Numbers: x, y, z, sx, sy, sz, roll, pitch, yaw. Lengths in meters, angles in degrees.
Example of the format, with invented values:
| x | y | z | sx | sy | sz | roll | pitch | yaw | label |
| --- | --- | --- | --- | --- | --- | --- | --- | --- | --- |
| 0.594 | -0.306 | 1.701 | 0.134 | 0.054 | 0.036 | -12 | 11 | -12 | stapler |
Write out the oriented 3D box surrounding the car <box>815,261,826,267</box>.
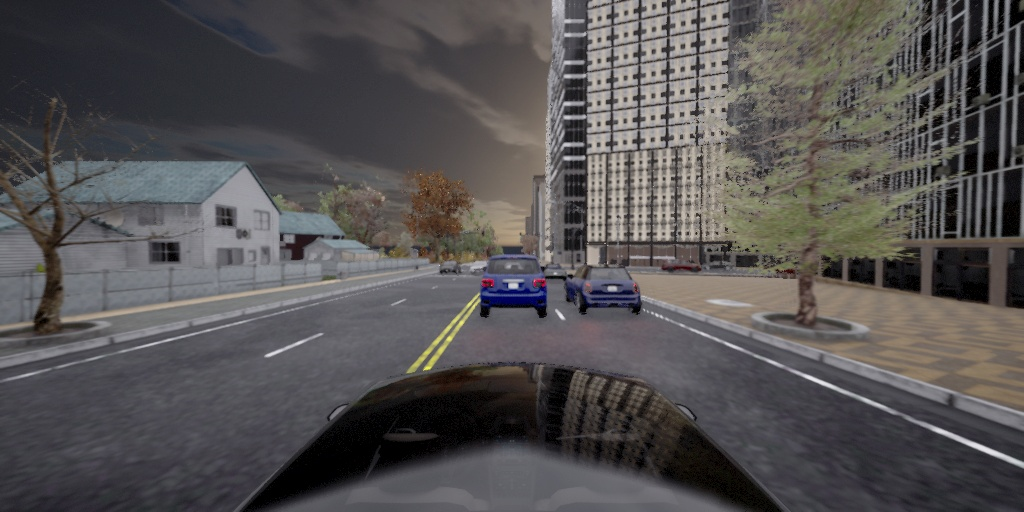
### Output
| x | y | z | sx | sy | sz | roll | pitch | yaw | label |
| --- | --- | --- | --- | --- | --- | --- | --- | --- | --- |
| 38.987 | 1.520 | 43.017 | 5.009 | 1.841 | 2.192 | 0 | 0 | 20 | car |

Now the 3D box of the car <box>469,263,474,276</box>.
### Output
| x | y | z | sx | sy | sz | roll | pitch | yaw | label |
| --- | --- | --- | --- | --- | --- | --- | --- | --- | --- |
| -3.321 | 1.262 | 37.488 | 1.812 | 1.442 | 4.674 | 0 | 0 | 0 | car |

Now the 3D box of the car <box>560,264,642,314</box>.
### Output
| x | y | z | sx | sy | sz | roll | pitch | yaw | label |
| --- | --- | --- | --- | --- | --- | --- | --- | --- | --- |
| 3.320 | 1.092 | 13.945 | 2.097 | 1.767 | 4.553 | 0 | 0 | 0 | car |

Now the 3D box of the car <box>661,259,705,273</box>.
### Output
| x | y | z | sx | sy | sz | roll | pitch | yaw | label |
| --- | --- | --- | --- | --- | --- | --- | --- | --- | --- |
| 23.019 | 1.385 | 48.867 | 5.009 | 1.841 | 2.192 | 0 | 0 | 20 | car |

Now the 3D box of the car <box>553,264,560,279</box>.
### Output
| x | y | z | sx | sy | sz | roll | pitch | yaw | label |
| --- | --- | --- | --- | --- | --- | --- | --- | --- | --- |
| 3.323 | 1.299 | 29.311 | 1.994 | 1.385 | 4.181 | 0 | 0 | 0 | car |

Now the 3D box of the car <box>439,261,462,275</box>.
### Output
| x | y | z | sx | sy | sz | roll | pitch | yaw | label |
| --- | --- | --- | --- | --- | --- | --- | --- | --- | --- |
| -6.564 | 1.243 | 38.627 | 1.837 | 1.490 | 4.892 | 0 | 0 | 0 | car |

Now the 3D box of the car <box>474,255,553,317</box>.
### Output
| x | y | z | sx | sy | sz | roll | pitch | yaw | label |
| --- | --- | --- | --- | --- | --- | --- | --- | --- | --- |
| 0.067 | 0.964 | 13.309 | 2.150 | 2.045 | 5.566 | 0 | 0 | 0 | car |

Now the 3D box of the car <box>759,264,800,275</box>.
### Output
| x | y | z | sx | sy | sz | roll | pitch | yaw | label |
| --- | --- | --- | --- | --- | --- | --- | --- | --- | --- |
| 33.664 | 1.705 | 44.967 | 4.507 | 1.381 | 1.888 | 0 | 0 | 20 | car |

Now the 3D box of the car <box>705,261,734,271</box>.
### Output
| x | y | z | sx | sy | sz | roll | pitch | yaw | label |
| --- | --- | --- | --- | --- | --- | --- | --- | --- | --- |
| 31.053 | 1.460 | 54.314 | 4.403 | 1.370 | 2.007 | 0 | 0 | 20 | car |
